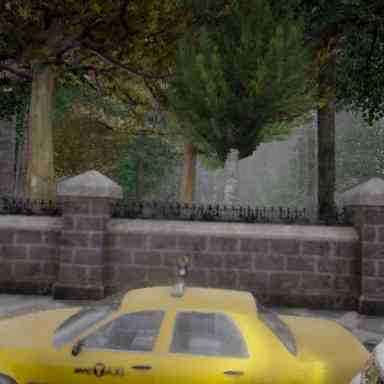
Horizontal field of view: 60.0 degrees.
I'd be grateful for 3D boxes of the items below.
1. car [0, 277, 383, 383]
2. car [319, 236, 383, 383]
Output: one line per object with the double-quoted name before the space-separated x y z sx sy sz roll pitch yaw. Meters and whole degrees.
"car" -0.446 1.712 3.867 4.829 1.417 1.752 2 -3 3
"car" 3.869 1.451 1.771 5.566 2.045 2.150 2 -3 3
